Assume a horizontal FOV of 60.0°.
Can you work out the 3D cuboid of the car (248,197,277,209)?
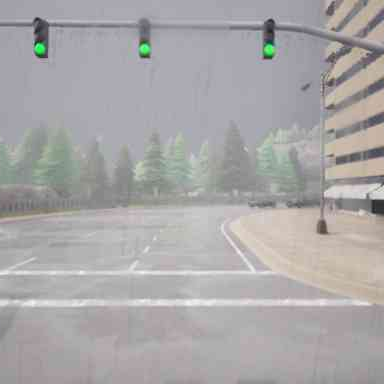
[{"bbox_3d":[9.730,1.472,45.805,4.902,1.511,2.128,0,0,-42],"label":"car"}]

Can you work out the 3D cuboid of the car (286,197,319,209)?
[{"bbox_3d":[14.950,1.518,45.855,4.674,1.442,1.812,0,0,-34],"label":"car"}]

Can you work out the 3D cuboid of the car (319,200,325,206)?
[{"bbox_3d":[18.327,1.489,51.699,4.902,1.511,2.128,0,0,-22],"label":"car"}]
